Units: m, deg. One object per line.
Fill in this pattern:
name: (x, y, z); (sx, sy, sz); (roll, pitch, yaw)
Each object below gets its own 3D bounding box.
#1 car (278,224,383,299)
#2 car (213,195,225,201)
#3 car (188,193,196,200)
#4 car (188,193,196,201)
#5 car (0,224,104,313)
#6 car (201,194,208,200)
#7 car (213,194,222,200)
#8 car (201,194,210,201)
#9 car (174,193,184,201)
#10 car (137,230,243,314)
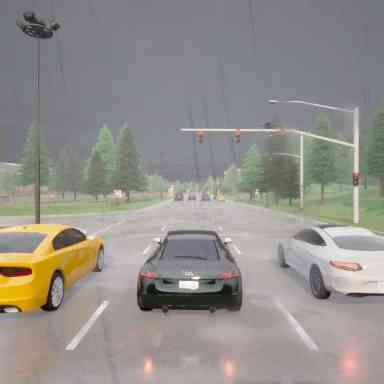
car: (3.519, 1.526, 8.305); (1.812, 1.442, 4.674); (0, 0, 1)
car: (7.005, 1.469, 81.691); (1.882, 1.535, 5.008); (0, 0, 0)
car: (0.006, 1.187, 92.081); (2.097, 1.767, 4.553); (0, 0, 0)
car: (0.005, 1.347, 82.078); (2.097, 1.767, 4.553); (0, 0, 0)
car: (-3.487, 1.478, 7.761); (1.882, 1.535, 5.008); (0, 0, 0)
car: (3.506, 1.332, 92.111); (1.837, 1.490, 4.892); (0, 0, 0)
car: (7.006, 1.385, 92.111); (1.994, 1.385, 4.181); (0, 0, 0)
car: (3.505, 1.545, 82.108); (1.994, 1.385, 4.181); (0, 0, 0)
car: (-3.495, 1.587, 82.138); (1.895, 1.301, 4.718); (0, 0, 0)
car: (0.002, 1.564, 7.732); (1.994, 1.385, 4.181); (0, 0, 2)
